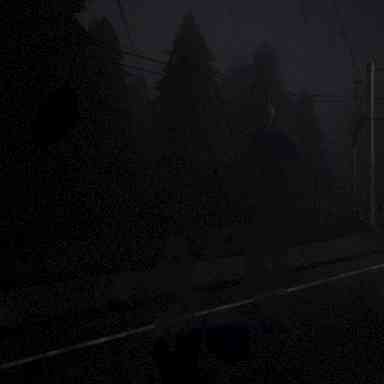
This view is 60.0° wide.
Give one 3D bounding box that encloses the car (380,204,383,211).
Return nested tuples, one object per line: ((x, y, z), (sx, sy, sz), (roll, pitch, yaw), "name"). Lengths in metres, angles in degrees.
((21.594, 1.591, 35.423), (1.895, 1.301, 4.718), (0, 0, -7), "car")

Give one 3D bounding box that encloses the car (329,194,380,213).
((17.630, 1.212, 36.986), (2.150, 2.045, 5.566), (0, 0, -13), "car")
